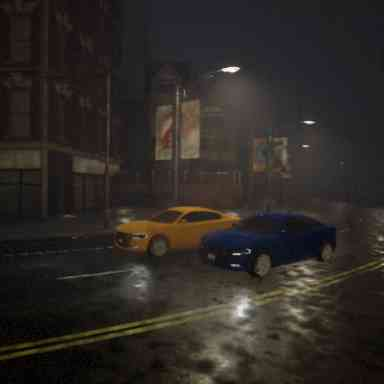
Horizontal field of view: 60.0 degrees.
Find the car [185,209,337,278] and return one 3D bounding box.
[{"bbox_3d":[2.428,1.369,9.995,5.008,1.535,1.882,0,1,-39],"label":"car"}]

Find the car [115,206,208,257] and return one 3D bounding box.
[{"bbox_3d":[-0.336,1.300,12.252,5.008,1.535,1.882,0,1,-38],"label":"car"}]
